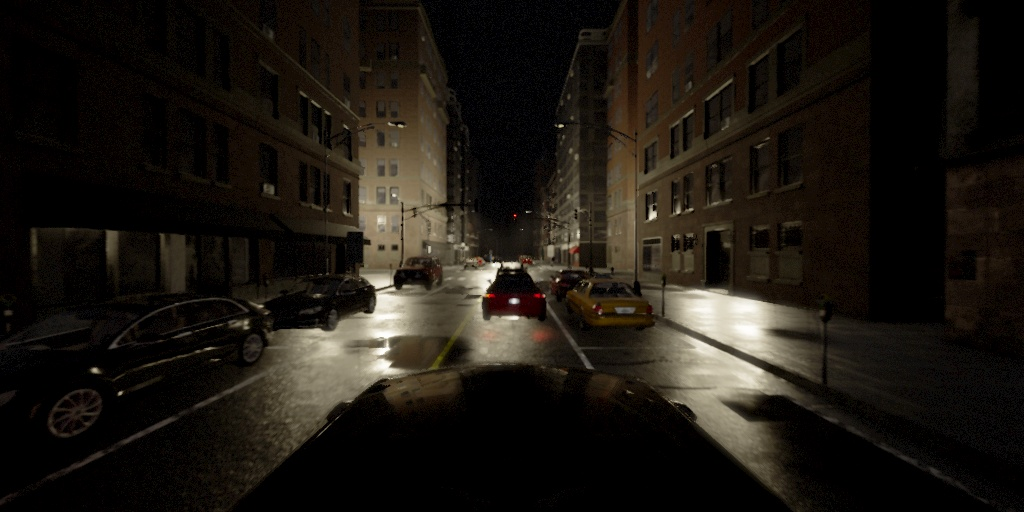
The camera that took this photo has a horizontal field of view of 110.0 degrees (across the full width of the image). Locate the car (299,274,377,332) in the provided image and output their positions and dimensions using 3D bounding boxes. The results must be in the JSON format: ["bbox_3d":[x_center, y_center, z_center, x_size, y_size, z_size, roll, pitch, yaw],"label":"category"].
[{"bbox_3d":[-5.390,1.241,10.514,2.007,1.370,4.403,0,0,0],"label":"car"}]

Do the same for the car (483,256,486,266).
[{"bbox_3d":[-5.398,0.940,53.256,1.888,1.381,4.507,0,0,0],"label":"car"}]

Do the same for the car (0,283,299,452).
[{"bbox_3d":[-5.389,1.278,5.101,2.007,1.370,4.403,0,0,0],"label":"car"}]

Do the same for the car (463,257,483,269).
[{"bbox_3d":[-5.397,0.984,47.802,2.007,1.370,4.403,0,0,0],"label":"car"}]

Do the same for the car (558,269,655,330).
[{"bbox_3d":[2.635,1.216,10.677,1.751,1.417,4.829,0,0,0],"label":"car"}]

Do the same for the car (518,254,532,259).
[{"bbox_3d":[2.625,0.757,64.158,1.967,1.591,4.097,0,0,0],"label":"car"}]

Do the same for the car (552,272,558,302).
[{"bbox_3d":[2.634,1.235,15.919,1.802,1.307,4.207,0,0,0],"label":"car"}]

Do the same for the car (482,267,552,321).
[{"bbox_3d":[0.066,1.243,12.179,1.994,1.385,4.181,0,0,0],"label":"car"}]

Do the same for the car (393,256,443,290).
[{"bbox_3d":[-5.392,0.931,21.339,2.192,1.841,5.009,0,0,0],"label":"car"}]

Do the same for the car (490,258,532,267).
[{"bbox_3d":[-0.004,1.103,22.047,2.128,1.511,4.902,0,0,0],"label":"car"}]

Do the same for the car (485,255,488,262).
[{"bbox_3d":[-5.399,0.881,58.540,1.751,1.417,4.829,0,0,0],"label":"car"}]
